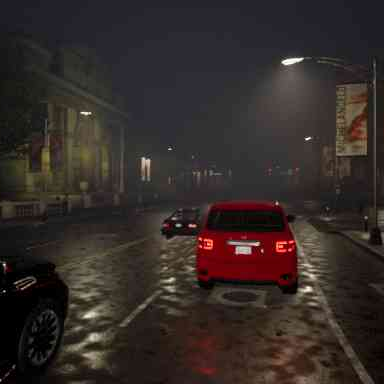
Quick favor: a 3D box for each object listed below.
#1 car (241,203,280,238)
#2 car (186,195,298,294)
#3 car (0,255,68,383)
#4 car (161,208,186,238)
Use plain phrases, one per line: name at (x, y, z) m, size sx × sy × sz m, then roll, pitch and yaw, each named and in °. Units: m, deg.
car at (3.942, 1.478, 18.723) m, size 1.882 × 1.535 × 5.008 m, roll 0°, pitch 0°, yaw 14°
car at (1.591, 1.221, 9.061) m, size 2.150 × 2.045 × 5.566 m, roll 0°, pitch 0°, yaw 13°
car at (-3.014, 1.223, 2.458) m, size 2.150 × 2.045 × 5.566 m, roll 0°, pitch 0°, yaw 4°
car at (-0.009, 1.547, 17.291) m, size 2.033 × 1.411 × 5.357 m, roll 0°, pitch 0°, yaw 14°
